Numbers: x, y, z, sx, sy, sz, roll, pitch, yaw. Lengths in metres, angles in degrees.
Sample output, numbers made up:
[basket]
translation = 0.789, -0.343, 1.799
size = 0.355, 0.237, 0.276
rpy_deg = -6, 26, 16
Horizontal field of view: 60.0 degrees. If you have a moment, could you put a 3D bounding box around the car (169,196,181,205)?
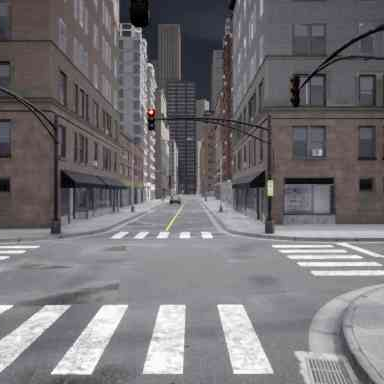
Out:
[car]
translation = -2.989, 1.457, 59.635
size = 1.882, 1.535, 5.008
rpy_deg = 0, 0, 0
